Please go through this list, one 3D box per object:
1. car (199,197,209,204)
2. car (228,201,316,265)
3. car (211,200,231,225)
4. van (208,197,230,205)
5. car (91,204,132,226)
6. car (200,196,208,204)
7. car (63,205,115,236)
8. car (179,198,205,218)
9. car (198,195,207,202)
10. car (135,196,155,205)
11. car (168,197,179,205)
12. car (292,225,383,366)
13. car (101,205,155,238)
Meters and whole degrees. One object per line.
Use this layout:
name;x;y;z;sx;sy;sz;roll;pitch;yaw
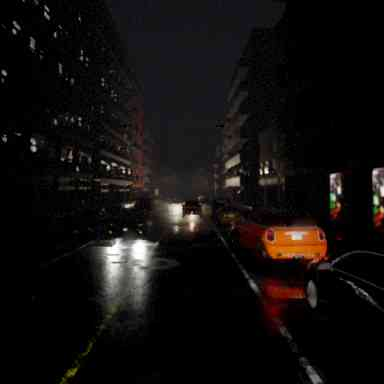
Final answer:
car;2.524;1.677;69.883;1.887;1.381;4.507;-1;0;0
car;2.912;1.368;12.040;2.097;1.767;4.553;0;0;-6
car;2.625;1.563;24.575;1.752;1.417;4.829;-1;0;0
van;2.610;1.388;30.091;1.690;1.788;3.998;-1;0;0
car;-5.754;1.603;24.390;1.947;1.339;4.313;-1;0;0
car;2.549;1.657;58.513;2.008;1.369;4.403;-1;0;0
car;-5.741;1.594;18.706;1.947;1.339;4.313;-1;0;0
car;0.008;1.553;31.158;1.837;1.490;4.892;0;-1;0
car;2.497;1.600;81.253;1.967;1.590;4.097;-1;0;0
car;-5.796;1.385;41.445;2.192;1.841;5.009;-1;0;0
car;-3.135;1.653;60.594;1.837;1.490;4.892;0;0;0
car;3.135;1.510;4.735;1.837;1.490;4.892;0;0;0
car;-3.139;1.590;17.663;1.994;1.385;4.181;0;0;0
